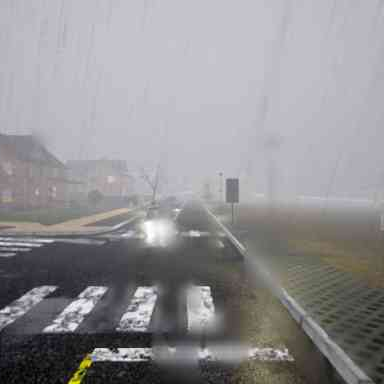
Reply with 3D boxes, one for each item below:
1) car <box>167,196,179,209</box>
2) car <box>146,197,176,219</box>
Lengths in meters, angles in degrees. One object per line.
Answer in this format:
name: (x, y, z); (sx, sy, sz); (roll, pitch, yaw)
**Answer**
car: (-2.876, 1.358, 45.603); (2.097, 1.767, 4.553); (0, 0, 0)
car: (-2.831, 1.494, 29.070); (2.128, 1.511, 4.902); (0, 0, 0)
